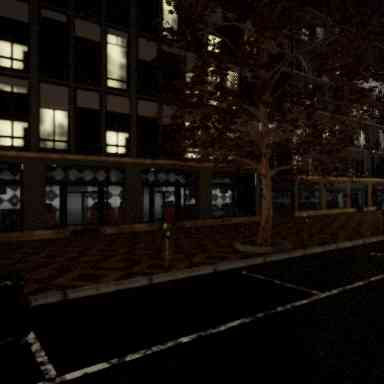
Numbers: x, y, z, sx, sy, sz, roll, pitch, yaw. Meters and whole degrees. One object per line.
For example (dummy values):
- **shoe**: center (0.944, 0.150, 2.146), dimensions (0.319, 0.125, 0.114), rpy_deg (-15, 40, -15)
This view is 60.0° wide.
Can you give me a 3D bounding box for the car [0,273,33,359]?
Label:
- **car**: center (-4.159, 1.561, 3.591), dimensions (4.403, 1.369, 2.008), rpy_deg (0, 1, -35)
